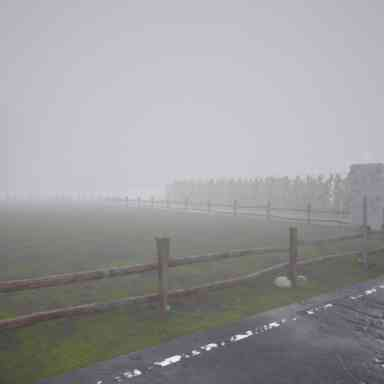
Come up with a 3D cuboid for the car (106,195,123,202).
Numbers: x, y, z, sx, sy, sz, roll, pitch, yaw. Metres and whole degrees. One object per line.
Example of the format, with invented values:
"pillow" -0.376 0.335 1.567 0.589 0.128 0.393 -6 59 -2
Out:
"car" -14.978 1.313 63.964 1.895 1.301 4.718 1 0 -35
